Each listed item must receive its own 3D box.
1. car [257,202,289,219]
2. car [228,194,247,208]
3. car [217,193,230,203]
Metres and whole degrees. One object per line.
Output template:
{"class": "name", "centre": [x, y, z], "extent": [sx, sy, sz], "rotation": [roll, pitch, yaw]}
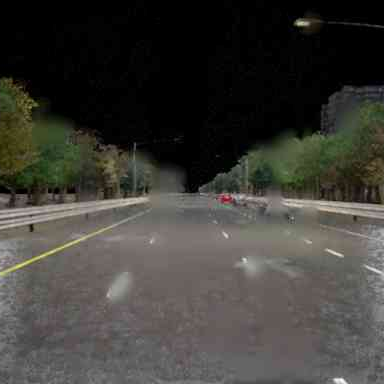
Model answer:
{"class": "car", "centre": [7.000, 1.571, 28.990], "extent": [1.994, 1.385, 4.181], "rotation": [0, 0, 0]}
{"class": "car", "centre": [7.030, 1.517, 49.595], "extent": [2.128, 1.511, 4.902], "rotation": [0, 0, 0]}
{"class": "car", "centre": [7.101, 1.272, 69.636], "extent": [2.150, 2.045, 5.566], "rotation": [0, 0, 0]}
